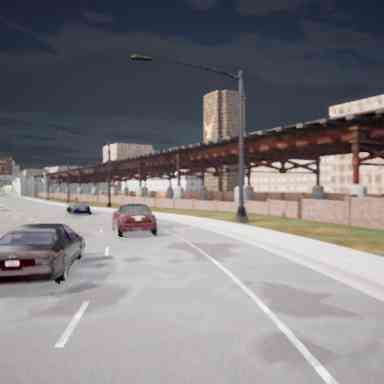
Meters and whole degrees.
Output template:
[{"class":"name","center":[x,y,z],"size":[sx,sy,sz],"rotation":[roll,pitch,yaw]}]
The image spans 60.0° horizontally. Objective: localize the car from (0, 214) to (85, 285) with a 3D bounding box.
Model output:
[{"class":"car","center":[-4.389,1.625,9.741],"size":[2.033,1.411,5.357],"rotation":[-1,0,-11]}]

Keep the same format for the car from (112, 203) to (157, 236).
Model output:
[{"class":"car","center":[-3.435,1.439,19.255],"size":[2.097,1.767,4.553],"rotation":[-1,0,-18]}]

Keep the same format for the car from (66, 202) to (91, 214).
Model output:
[{"class":"car","center":[-12.927,1.838,37.797],"size":[1.994,1.385,4.181],"rotation":[-1,0,-31]}]
